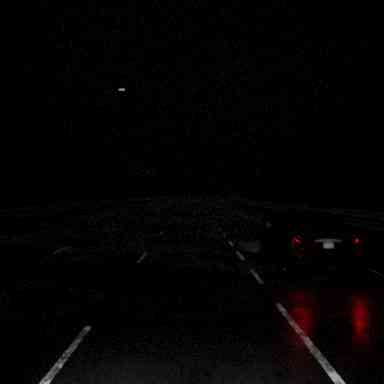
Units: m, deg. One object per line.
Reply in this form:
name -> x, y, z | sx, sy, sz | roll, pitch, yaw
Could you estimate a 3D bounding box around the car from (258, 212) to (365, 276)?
car -> 3.514, 1.405, 10.685 | 2.097, 1.767, 4.553 | 0, 0, 0
